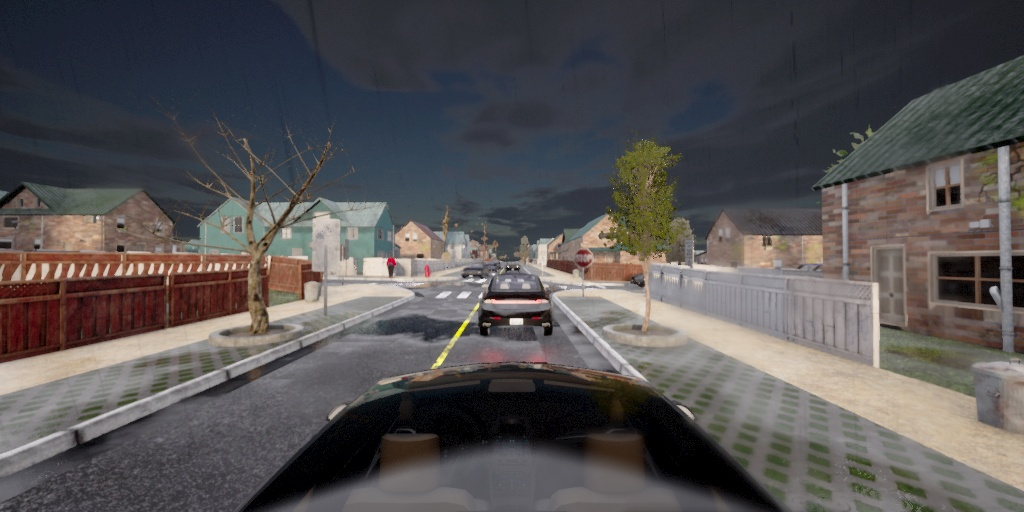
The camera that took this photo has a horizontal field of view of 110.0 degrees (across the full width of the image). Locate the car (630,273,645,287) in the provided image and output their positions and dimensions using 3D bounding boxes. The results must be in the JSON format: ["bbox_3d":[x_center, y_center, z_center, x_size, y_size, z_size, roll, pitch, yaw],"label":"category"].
[{"bbox_3d":[11.013,1.567,25.599,4.892,1.490,1.837,1,-1,1],"label":"car"}]

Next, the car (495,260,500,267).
[{"bbox_3d":[-2.836,1.360,44.397,1.994,1.385,4.181,0,0,0],"label":"car"}]

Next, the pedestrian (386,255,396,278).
[{"bbox_3d":[-9.623,0.786,28.490,0.375,1.860,0.375,0,-2,0],"label":"pedestrian"}]

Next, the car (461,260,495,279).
[{"bbox_3d":[-3.192,1.320,32.651,2.033,1.411,5.357,0,0,6],"label":"car"}]

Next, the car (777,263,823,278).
[{"bbox_3d":[21.752,1.526,25.562,5.566,2.045,2.150,1,-1,0],"label":"car"}]

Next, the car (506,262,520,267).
[{"bbox_3d":[0.109,1.407,48.235,1.895,1.301,4.718,0,0,0],"label":"car"}]

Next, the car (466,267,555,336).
[{"bbox_3d":[0.100,1.243,10.374,2.128,1.511,4.902,0,0,0],"label":"car"}]
